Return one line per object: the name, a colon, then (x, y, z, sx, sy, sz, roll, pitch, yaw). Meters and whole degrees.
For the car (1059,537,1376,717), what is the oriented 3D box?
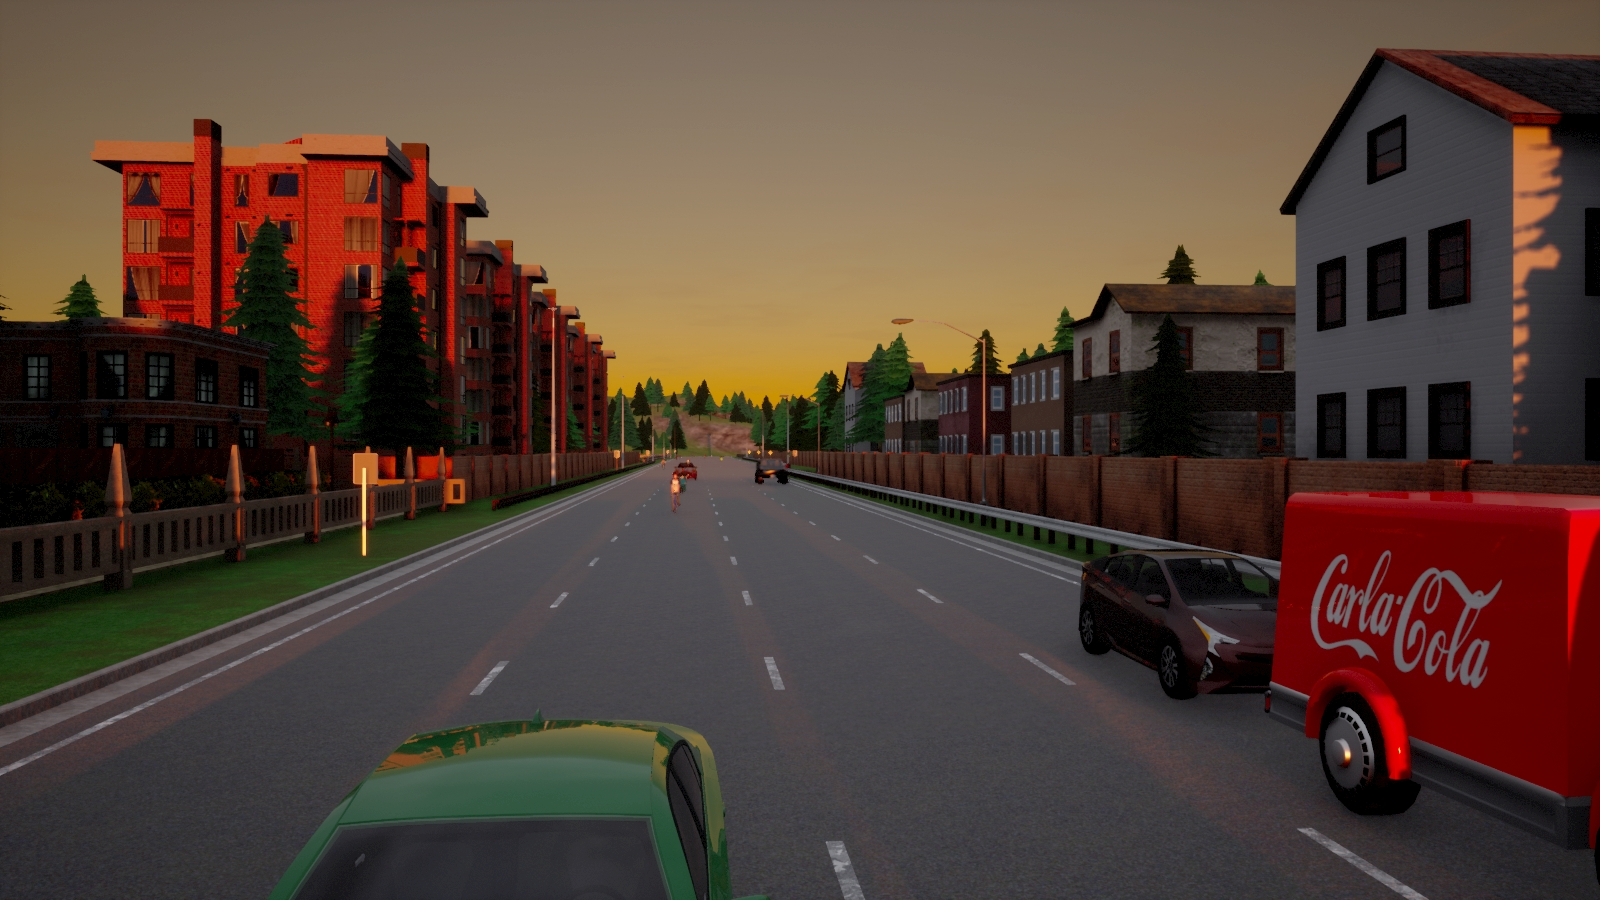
car: (4.945, 2.040, 14.354, 2.007, 1.525, 4.514, 0, 0, -5)

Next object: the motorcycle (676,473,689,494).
motorcycle: (-7.620, 2.142, 74.162, 0.856, 1.316, 1.805, 0, 0, -5)

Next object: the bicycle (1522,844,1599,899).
bicycle: (2.623, 2.056, 2.959, 0.373, 1.496, 1.643, 0, 0, -4)

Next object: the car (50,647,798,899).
car: (-1.202, 2.034, 4.748, 2.097, 1.535, 5.006, 0, 0, -5)

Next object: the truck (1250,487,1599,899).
truck: (5.566, 1.568, 7.740, 2.627, 2.467, 5.204, 0, 0, -5)

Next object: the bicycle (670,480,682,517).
bicycle: (-5.326, 2.056, 49.089, 0.373, 1.496, 1.643, -1, 0, -3)
